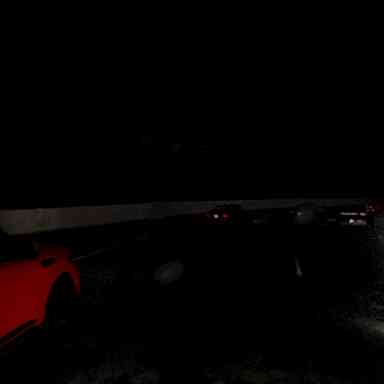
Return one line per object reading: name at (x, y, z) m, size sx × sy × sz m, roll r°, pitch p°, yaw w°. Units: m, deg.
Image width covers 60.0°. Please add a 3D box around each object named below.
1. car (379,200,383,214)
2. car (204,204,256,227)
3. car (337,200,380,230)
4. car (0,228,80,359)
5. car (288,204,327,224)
car at (20.715, 1.618, 36.735) m, size 4.181 × 1.385 × 1.994 m, roll 0°, pitch 0°, yaw -36°
car at (2.700, 1.523, 22.470) m, size 2.033 × 1.411 × 5.357 m, roll 0°, pitch 0°, yaw 29°
car at (10.752, 1.514, 21.730) m, size 2.128 × 1.511 × 4.902 m, roll 0°, pitch 0°, yaw 32°
car at (-3.211, 1.196, 3.494) m, size 2.150 × 2.045 × 5.566 m, roll 0°, pitch 0°, yaw 5°
car at (8.700, 1.569, 24.835) m, size 1.994 × 1.385 × 4.181 m, roll 0°, pitch 0°, yaw 34°
